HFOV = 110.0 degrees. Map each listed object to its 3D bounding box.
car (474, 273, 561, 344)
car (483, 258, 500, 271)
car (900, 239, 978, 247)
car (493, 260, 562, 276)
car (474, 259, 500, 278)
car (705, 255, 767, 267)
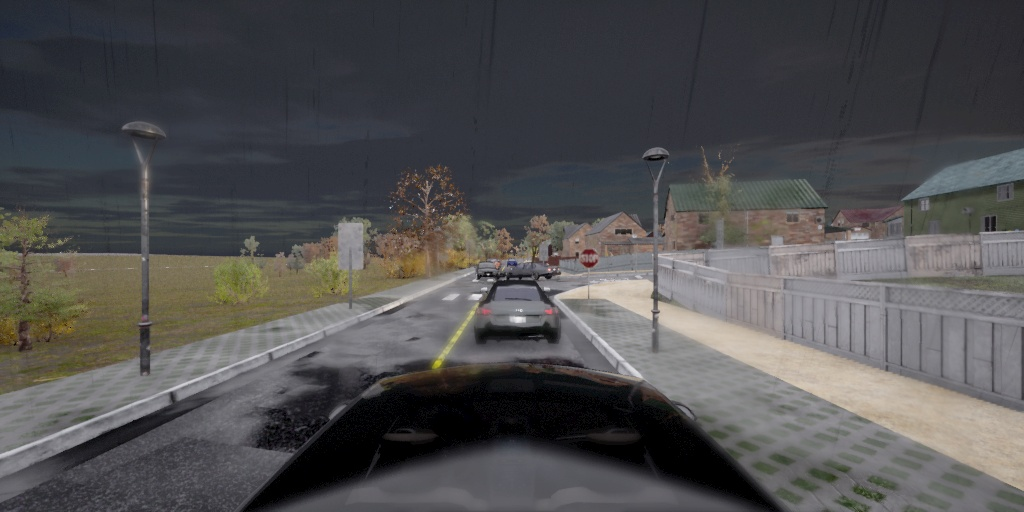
[{"bbox_3d":[0.103,1.313,9.565,1.994,1.385,4.181,0,0,-1],"label":"car"},{"bbox_3d":[-2.843,1.120,51.309,2.097,1.767,4.553,0,0,1],"label":"car"},{"bbox_3d":[23.889,-0.208,20.532,4.902,1.511,2.128,-3,0,14],"label":"car"},{"bbox_3d":[1.339,1.197,28.579,5.357,1.411,2.033,-4,-3,43],"label":"car"},{"bbox_3d":[-2.248,1.257,31.491,1.837,1.490,4.892,0,0,-8],"label":"car"},{"bbox_3d":[14.389,0.413,22.954,4.181,1.385,1.994,-3,0,16],"label":"car"}]
